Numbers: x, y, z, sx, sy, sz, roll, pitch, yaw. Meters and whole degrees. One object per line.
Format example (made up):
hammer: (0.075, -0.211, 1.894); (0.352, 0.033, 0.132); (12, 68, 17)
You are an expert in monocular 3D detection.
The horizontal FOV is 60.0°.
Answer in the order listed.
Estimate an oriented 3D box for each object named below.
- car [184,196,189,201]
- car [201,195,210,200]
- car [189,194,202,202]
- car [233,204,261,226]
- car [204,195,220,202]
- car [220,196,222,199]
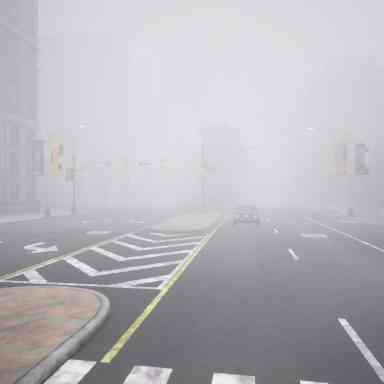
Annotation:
car: (-0.923, 1.595, 85.445); (1.895, 1.301, 4.718); (0, 0, 9)
car: (3.906, 1.595, 94.730); (1.895, 1.301, 4.718); (0, 0, 9)
car: (1.383, 1.355, 79.476); (2.097, 1.767, 4.553); (0, 0, 9)
car: (3.811, 1.547, 23.210); (2.033, 1.411, 5.357); (0, 0, 10)
car: (4.834, 1.525, 78.890); (2.128, 1.511, 4.902); (0, 0, 9)
car: (7.365, 1.553, 94.200); (1.994, 1.385, 4.181); (0, 0, 9)
